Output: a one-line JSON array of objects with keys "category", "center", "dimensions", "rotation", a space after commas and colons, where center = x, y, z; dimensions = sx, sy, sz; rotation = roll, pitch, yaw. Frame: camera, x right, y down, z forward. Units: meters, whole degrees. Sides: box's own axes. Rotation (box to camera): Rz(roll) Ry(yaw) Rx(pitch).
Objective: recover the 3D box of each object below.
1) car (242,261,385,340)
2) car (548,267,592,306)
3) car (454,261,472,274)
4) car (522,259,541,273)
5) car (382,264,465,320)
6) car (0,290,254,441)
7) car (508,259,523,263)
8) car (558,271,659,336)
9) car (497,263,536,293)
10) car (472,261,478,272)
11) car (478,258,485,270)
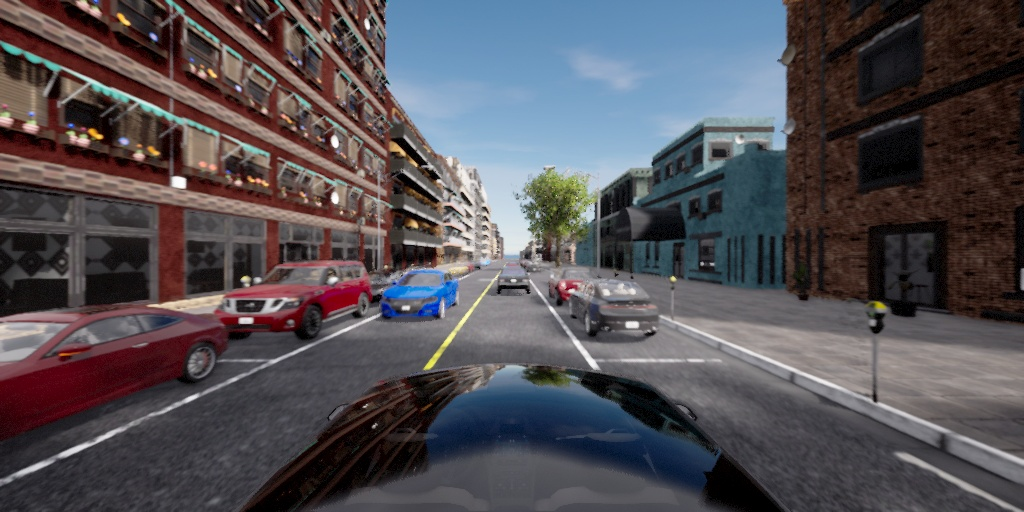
[{"category": "car", "center": [-5.695, 1.070, 10.196], "dimensions": [2.192, 1.841, 5.009], "rotation": [0, 0, 0]}, {"category": "car", "center": [2.683, 1.201, 15.895], "dimensions": [1.967, 1.591, 4.097], "rotation": [0, 0, 0]}, {"category": "car", "center": [-5.709, 1.316, 38.510], "dimensions": [1.751, 1.417, 4.829], "rotation": [0, 0, 0]}, {"category": "car", "center": [2.670, 1.350, 44.379], "dimensions": [2.007, 1.370, 4.403], "rotation": [0, 0, 0]}, {"category": "car", "center": [-3.095, 1.236, 12.949], "dimensions": [1.882, 1.535, 5.008], "rotation": [0, 0, 0]}, {"category": "car", "center": [-5.693, 1.333, 4.500], "dimensions": [1.802, 1.307, 4.207], "rotation": [0, 0, 0]}, {"category": "car", "center": [0.079, 1.369, 47.732], "dimensions": [1.994, 1.385, 4.181], "rotation": [0, 0, 0]}, {"category": "car", "center": [2.686, 1.306, 10.198], "dimensions": [2.007, 1.370, 4.403], "rotation": [0, 0, 0]}, {"category": "car", "center": [0.081, 1.315, 20.889], "dimensions": [2.033, 1.411, 5.357], "rotation": [0, 0, 0]}, {"category": "car", "center": [-5.711, 1.344, 44.377], "dimensions": [1.888, 1.381, 4.507], "rotation": [0, 0, 0]}, {"category": "car", "center": [-5.717, 1.387, 55.769], "dimensions": [1.948, 1.339, 4.313], "rotation": [0, 0, 0]}]
